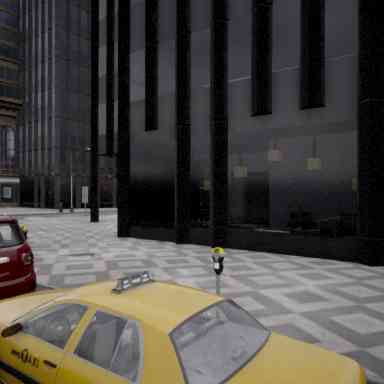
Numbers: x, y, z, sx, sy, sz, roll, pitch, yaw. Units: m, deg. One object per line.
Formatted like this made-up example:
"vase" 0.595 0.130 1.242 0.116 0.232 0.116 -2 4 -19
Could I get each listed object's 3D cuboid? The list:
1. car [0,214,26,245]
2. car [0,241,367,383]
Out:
"car" -5.097 1.314 6.552 5.009 1.841 2.192 0 0 35
"car" -0.803 1.525 3.524 4.829 1.417 1.752 0 0 35
